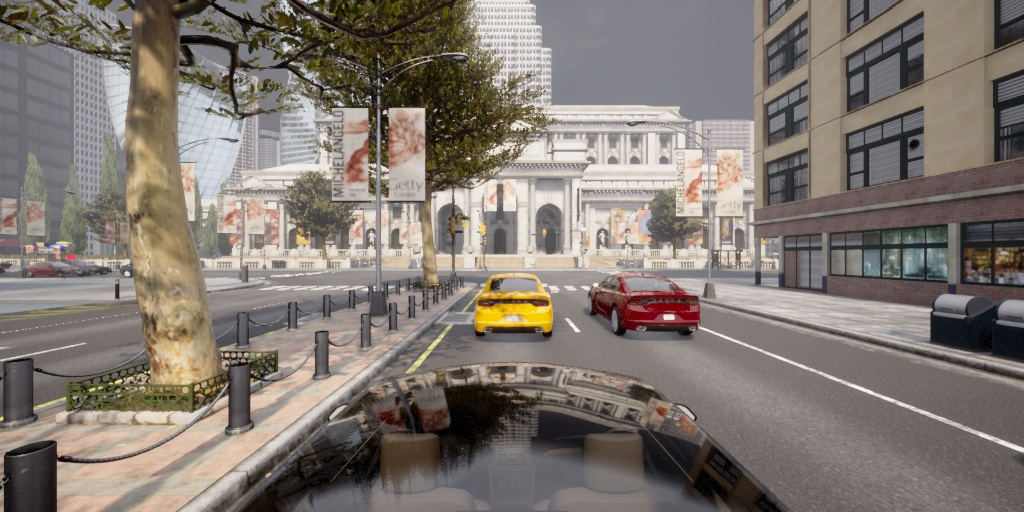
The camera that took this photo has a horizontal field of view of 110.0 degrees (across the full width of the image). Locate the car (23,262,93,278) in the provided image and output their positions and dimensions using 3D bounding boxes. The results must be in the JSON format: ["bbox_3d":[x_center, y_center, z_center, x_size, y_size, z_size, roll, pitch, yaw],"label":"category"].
[{"bbox_3d":[-43.379,1.276,34.012,4.674,1.442,1.812,0,0,-1],"label":"car"}]

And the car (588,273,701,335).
[{"bbox_3d":[3.557,1.228,10.560,1.882,1.535,5.008,0,0,0],"label":"car"}]

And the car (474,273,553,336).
[{"bbox_3d":[0.055,1.228,10.381,1.882,1.535,5.008,0,0,1],"label":"car"}]

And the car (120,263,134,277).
[{"bbox_3d":[-34.180,1.255,34.044,4.892,1.490,1.837,0,0,0],"label":"car"}]

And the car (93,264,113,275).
[{"bbox_3d":[-45.302,1.297,37.505,5.357,1.411,2.033,0,0,0],"label":"car"}]
